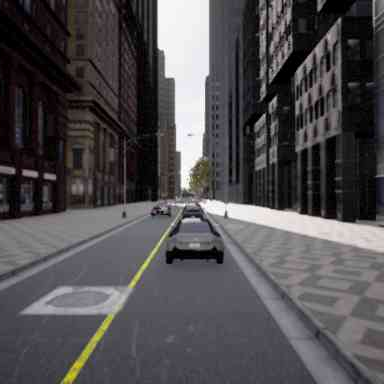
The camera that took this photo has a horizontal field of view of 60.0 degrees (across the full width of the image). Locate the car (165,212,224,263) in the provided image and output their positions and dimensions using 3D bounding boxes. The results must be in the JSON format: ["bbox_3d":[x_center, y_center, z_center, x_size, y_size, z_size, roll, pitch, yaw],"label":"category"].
[{"bbox_3d":[0.091,1.678,12.534,1.994,1.385,4.181,0,0,0],"label":"car"}]

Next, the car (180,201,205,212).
[{"bbox_3d":[0.089,1.767,28.920,1.837,1.490,4.892,0,-1,0],"label":"car"}]

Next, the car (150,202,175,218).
[{"bbox_3d":[-3.102,1.876,34.292,1.994,1.385,4.181,0,-1,0],"label":"car"}]

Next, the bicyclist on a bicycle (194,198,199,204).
[{"bbox_3d":[0.806,2.007,60.663,0.866,1.612,1.509,0,-1,0],"label":"bicyclist on a bicycle"}]

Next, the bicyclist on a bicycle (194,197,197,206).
[{"bbox_3d":[0.806,2.038,69.661,0.659,1.776,1.843,0,0,0],"label":"bicyclist on a bicycle"}]

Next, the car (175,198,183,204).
[{"bbox_3d":[-3.020,2.080,76.425,2.128,1.511,4.902,0,-1,0],"label":"car"}]
